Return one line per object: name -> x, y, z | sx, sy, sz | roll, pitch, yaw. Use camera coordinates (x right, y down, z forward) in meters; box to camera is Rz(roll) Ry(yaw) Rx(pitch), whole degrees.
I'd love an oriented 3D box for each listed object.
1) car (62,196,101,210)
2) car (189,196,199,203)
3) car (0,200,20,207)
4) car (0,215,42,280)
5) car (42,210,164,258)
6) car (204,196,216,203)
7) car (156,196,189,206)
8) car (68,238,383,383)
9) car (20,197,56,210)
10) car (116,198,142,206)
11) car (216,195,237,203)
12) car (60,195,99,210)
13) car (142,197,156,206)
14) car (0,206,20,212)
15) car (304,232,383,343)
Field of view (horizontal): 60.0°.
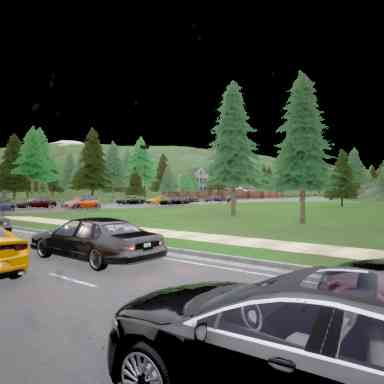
car -> -13.582, 1.352, 41.086 | 2.097, 1.767, 4.553 | 0, 0, 38
car -> -0.628, 1.488, 68.495 | 2.128, 1.511, 4.902 | 0, 0, 39
car -> -21.773, 1.564, 36.416 | 1.994, 1.385, 4.181 | 0, 0, 39
car -> -6.252, 1.478, 8.860 | 5.008, 1.535, 1.882 | 0, 0, 38
car -> -3.245, 1.547, 10.955 | 5.357, 1.411, 2.033 | 0, 0, 38
car -> 4.512, 1.518, 69.328 | 1.837, 1.490, 4.892 | 0, 0, 38
car -> -3.158, 1.600, 54.200 | 1.895, 1.301, 4.718 | 0, 0, 39
car -> 1.220, 1.492, 3.080 | 4.902, 1.511, 2.128 | 0, 0, 38
car -> -20.424, 1.477, 43.729 | 1.882, 1.535, 5.008 | 0, 0, 39
car -> -10.520, 1.600, 56.187 | 1.895, 1.301, 4.718 | 0, 0, 39
car -> 7.502, 1.443, 67.465 | 1.812, 1.442, 4.674 | 0, 0, 38
car -> -15.123, 1.352, 44.772 | 2.097, 1.767, 4.553 | 0, 0, 38
car -> -5.661, 1.477, 56.672 | 1.882, 1.535, 5.008 | 0, 0, 39
car -> -11.231, 1.547, 17.095 | 5.357, 1.411, 2.033 | 0, 0, 38
car -> 4.186, 1.564, 5.202 | 4.181, 1.385, 1.994 | 0, 0, 38
